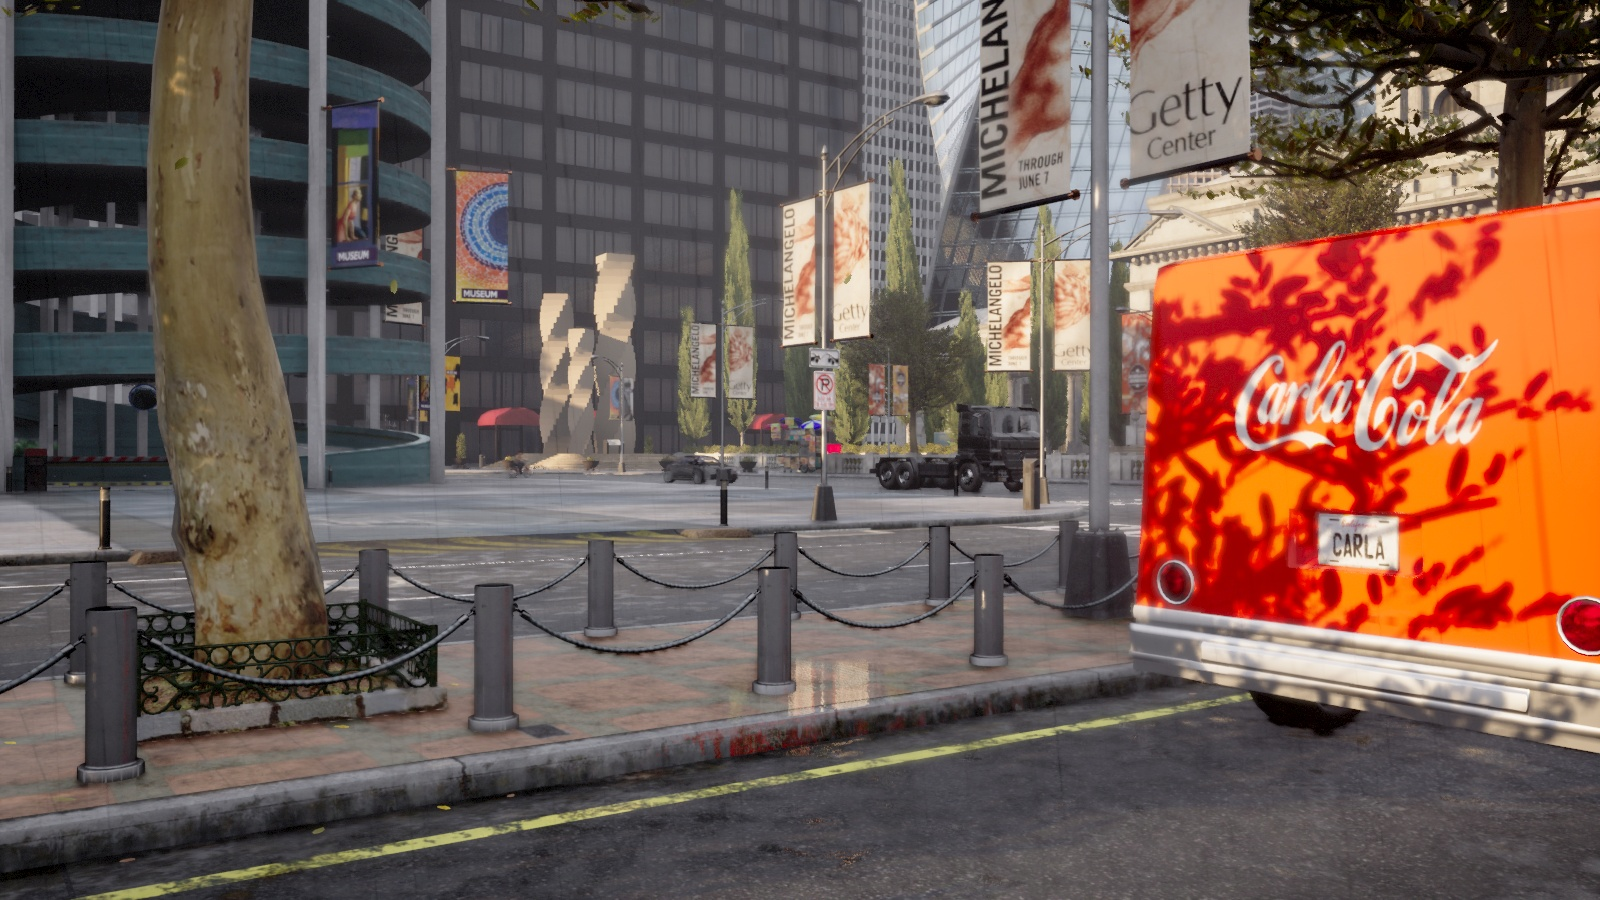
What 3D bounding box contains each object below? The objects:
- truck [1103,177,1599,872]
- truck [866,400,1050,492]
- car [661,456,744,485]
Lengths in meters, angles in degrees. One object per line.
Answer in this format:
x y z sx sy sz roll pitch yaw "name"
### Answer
4.416 0.266 6.736 5.204 2.467 2.627 0 0 -35 "truck"
6.281 -0.125 51.367 2.891 3.462 7.936 0 0 -35 "truck"
-4.777 0.968 60.952 1.994 1.385 4.181 0 0 -40 "car"
